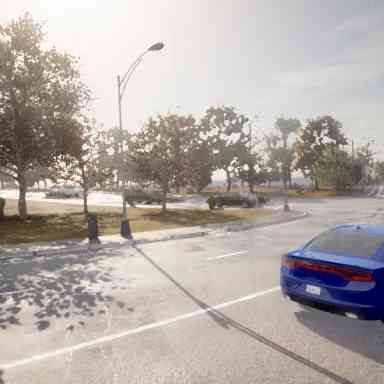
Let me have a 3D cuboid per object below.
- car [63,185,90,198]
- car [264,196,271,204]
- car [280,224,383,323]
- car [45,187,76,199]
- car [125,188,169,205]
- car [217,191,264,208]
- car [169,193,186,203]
[{"bbox_3d":[-19.500,-0.138,55.481,5.566,2.045,2.150,2,4,34],"label":"car"},{"bbox_3d":[6.569,0.799,38.265,4.718,1.301,1.895,0,2,33],"label":"car"},{"bbox_3d":[3.919,1.424,7.047,5.008,1.535,1.882,-1,1,-39],"label":"car"},{"bbox_3d":[-20.873,0.423,52.211,4.718,1.301,1.895,2,4,34],"label":"car"},{"bbox_3d":[-6.111,0.526,42.413,5.566,2.045,2.150,1,3,33],"label":"car"},{"bbox_3d":[4.795,0.711,35.223,4.553,1.767,2.097,0,2,33],"label":"car"},{"bbox_3d":[-3.199,0.760,44.701,4.718,1.301,1.895,1,3,33],"label":"car"}]
